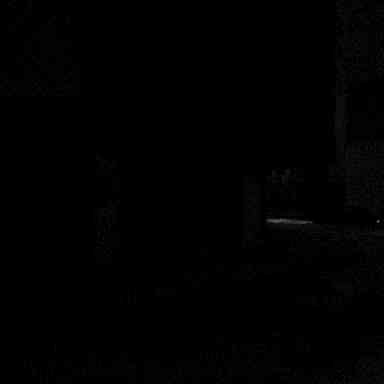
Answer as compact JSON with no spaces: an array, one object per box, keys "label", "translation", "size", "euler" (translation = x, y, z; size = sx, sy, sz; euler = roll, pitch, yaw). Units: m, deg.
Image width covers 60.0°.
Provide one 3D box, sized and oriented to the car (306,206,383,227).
[{"label":"car","translation":[10.387,1.601,22.907],"size":[1.895,1.301,4.718],"euler":[0,0,-44]}]
